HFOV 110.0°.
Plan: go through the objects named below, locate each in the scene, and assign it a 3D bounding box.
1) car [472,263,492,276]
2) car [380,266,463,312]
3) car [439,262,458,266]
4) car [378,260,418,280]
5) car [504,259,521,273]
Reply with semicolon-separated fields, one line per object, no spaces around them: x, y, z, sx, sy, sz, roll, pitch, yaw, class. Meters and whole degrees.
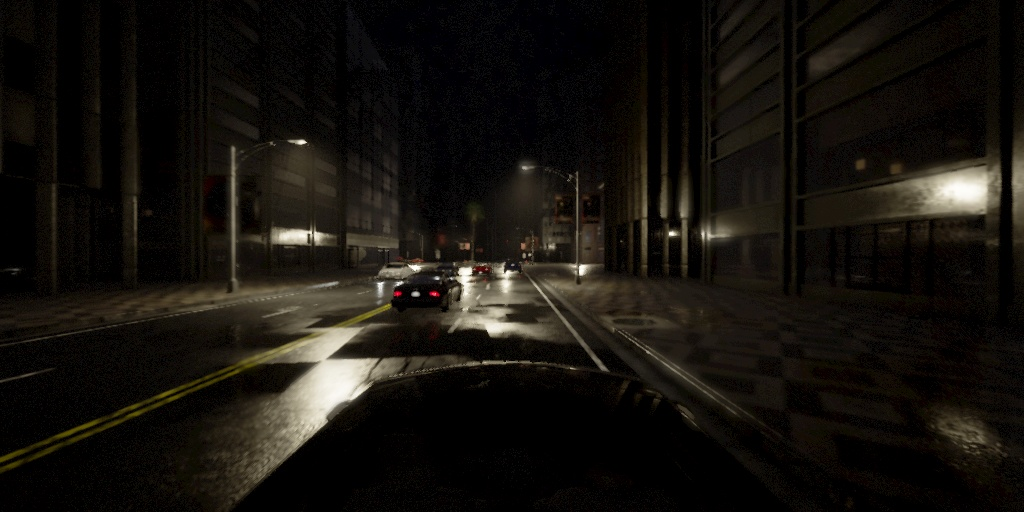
-3.163;1.371;38.476;1.895;1.301;4.718;0;0;0;car
-3.156;1.300;14.261;2.033;1.411;5.357;0;0;0;car
-6.529;1.316;36.610;2.033;1.411;5.357;0;0;0;car
-9.825;1.289;30.655;1.812;1.442;4.674;0;0;0;car
0.086;1.127;44.927;2.097;1.767;4.553;0;0;0;car
